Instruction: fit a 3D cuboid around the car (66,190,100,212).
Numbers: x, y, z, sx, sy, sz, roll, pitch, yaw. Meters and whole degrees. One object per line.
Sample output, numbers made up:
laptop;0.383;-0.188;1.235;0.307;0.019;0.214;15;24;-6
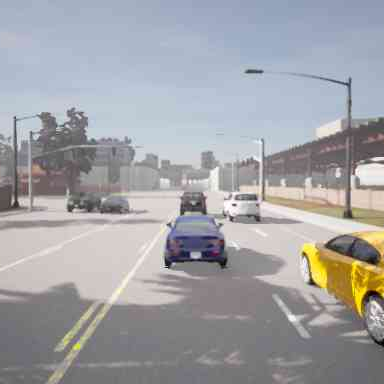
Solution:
car;-10.500;0.884;32.924;2.150;2.045;5.566;0;1;0

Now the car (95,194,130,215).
car;-7.023;1.169;30.534;1.882;1.535;5.008;0;0;0

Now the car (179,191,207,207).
car;0.105;0.950;27.576;2.150;2.045;5.566;0;0;0

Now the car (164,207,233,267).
car;0.100;1.457;10.983;1.812;1.442;4.674;0;0;0

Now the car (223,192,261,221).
car;3.602;0.998;24.641;2.150;2.045;5.566;0;1;0

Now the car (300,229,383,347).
car;3.600;1.442;6.272;1.882;1.535;5.008;0;0;0
